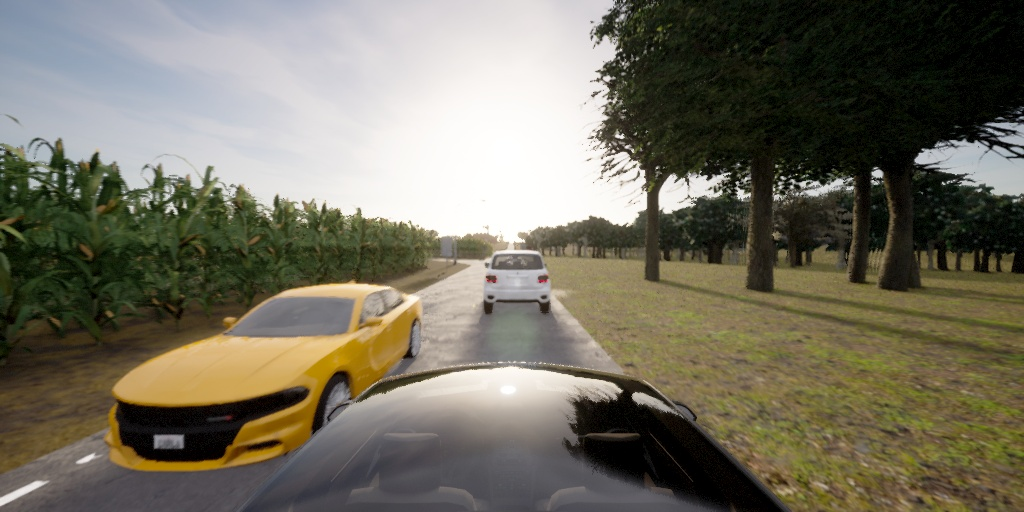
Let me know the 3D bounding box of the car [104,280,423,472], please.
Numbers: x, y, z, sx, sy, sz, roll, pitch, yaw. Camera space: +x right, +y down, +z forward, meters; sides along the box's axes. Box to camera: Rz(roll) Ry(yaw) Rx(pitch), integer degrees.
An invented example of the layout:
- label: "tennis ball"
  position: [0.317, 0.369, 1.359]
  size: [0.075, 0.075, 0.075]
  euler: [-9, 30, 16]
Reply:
- label: "car"
  position: [-2.749, 1.186, 5.367]
  size: [1.882, 1.535, 5.008]
  euler: [0, 1, 0]

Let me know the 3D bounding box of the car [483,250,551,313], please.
- label: "car"
  position: [0.134, 0.808, 13.363]
  size: [2.150, 2.045, 5.566]
  euler: [0, 1, -1]
